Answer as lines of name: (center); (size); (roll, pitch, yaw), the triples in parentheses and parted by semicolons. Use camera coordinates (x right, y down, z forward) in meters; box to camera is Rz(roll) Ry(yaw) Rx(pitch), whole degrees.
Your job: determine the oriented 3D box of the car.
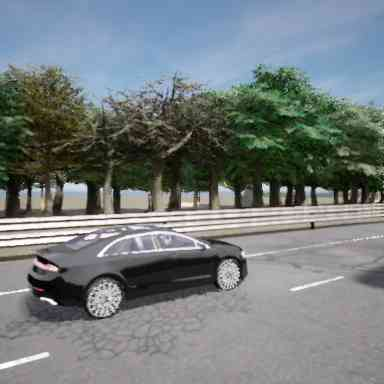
car: (-0.903, 1.487, 7.352); (4.902, 1.511, 2.128); (0, 0, -35)
